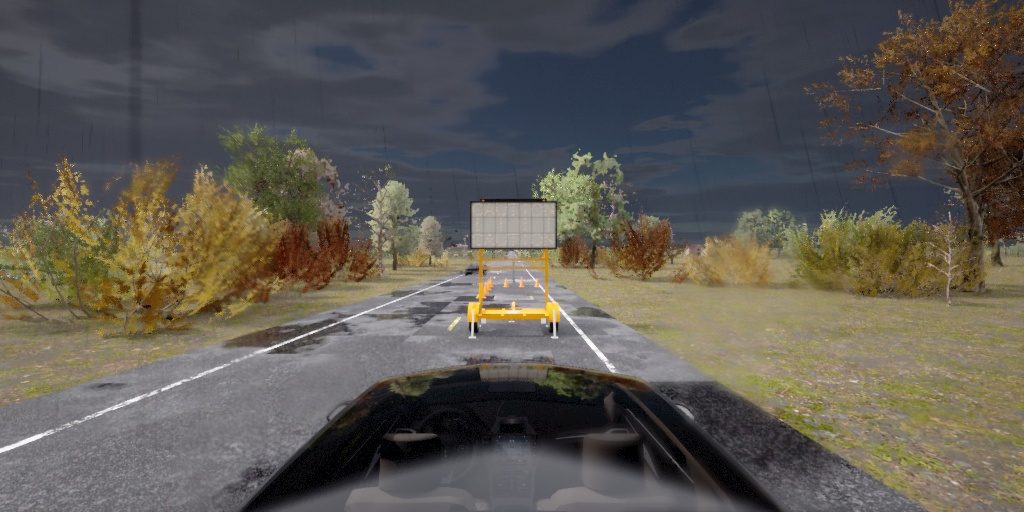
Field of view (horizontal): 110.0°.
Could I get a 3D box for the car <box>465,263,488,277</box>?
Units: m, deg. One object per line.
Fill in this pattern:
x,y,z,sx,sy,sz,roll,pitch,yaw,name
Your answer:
-3.431,1.319,34.887,1.895,1.301,4.718,0,0,0,car

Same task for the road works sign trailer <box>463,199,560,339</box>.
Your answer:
0.045,0.212,10.072,2.380,3.560,2.880,0,0,0,road works sign trailer
